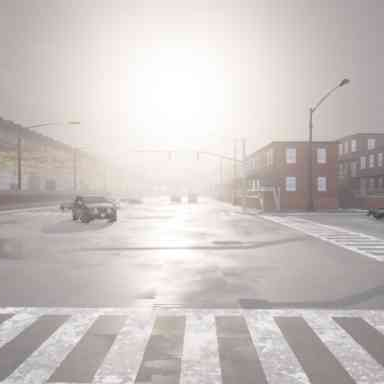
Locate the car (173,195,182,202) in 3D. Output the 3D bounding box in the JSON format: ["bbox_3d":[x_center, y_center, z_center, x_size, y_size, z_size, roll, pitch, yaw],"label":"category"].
[{"bbox_3d":[-3.427,1.478,80.513,1.882,1.535,5.008,0,0,0],"label":"car"}]

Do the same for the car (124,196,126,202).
[{"bbox_3d":[-13.936,1.532,71.479,2.033,1.411,5.357,0,0,0],"label":"car"}]

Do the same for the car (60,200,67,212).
[{"bbox_3d":[-14.065,1.491,39.576,2.128,1.511,4.902,0,0,0],"label":"car"}]

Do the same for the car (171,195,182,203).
[{"bbox_3d":[-3.369,1.353,70.227,2.097,1.767,4.553,0,0,0],"label":"car"}]

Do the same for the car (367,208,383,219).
[{"bbox_3d":[17.059,1.547,26.669,5.357,1.411,2.033,0,0,0],"label":"car"}]

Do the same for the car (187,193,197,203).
[{"bbox_3d":[0.162,1.548,69.657,2.033,1.411,5.357,0,0,0],"label":"car"}]

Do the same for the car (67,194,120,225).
[{"bbox_3d":[-7.445,1.221,24.836,2.150,2.045,5.566,-1,0,-31],"label":"car"}]

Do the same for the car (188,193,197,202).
[{"bbox_3d":[0.072,1.225,80.290,2.150,2.045,5.566,0,0,0],"label":"car"}]

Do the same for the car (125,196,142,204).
[{"bbox_3d":[-10.502,1.601,61.825,1.895,1.301,4.718,0,0,1],"label":"car"}]

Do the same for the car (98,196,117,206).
[{"bbox_3d":[-14.035,1.477,55.612,1.882,1.535,5.008,0,0,0],"label":"car"}]

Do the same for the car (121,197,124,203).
[{"bbox_3d":[-10.557,1.505,42.818,1.837,1.490,4.892,0,0,0],"label":"car"}]
